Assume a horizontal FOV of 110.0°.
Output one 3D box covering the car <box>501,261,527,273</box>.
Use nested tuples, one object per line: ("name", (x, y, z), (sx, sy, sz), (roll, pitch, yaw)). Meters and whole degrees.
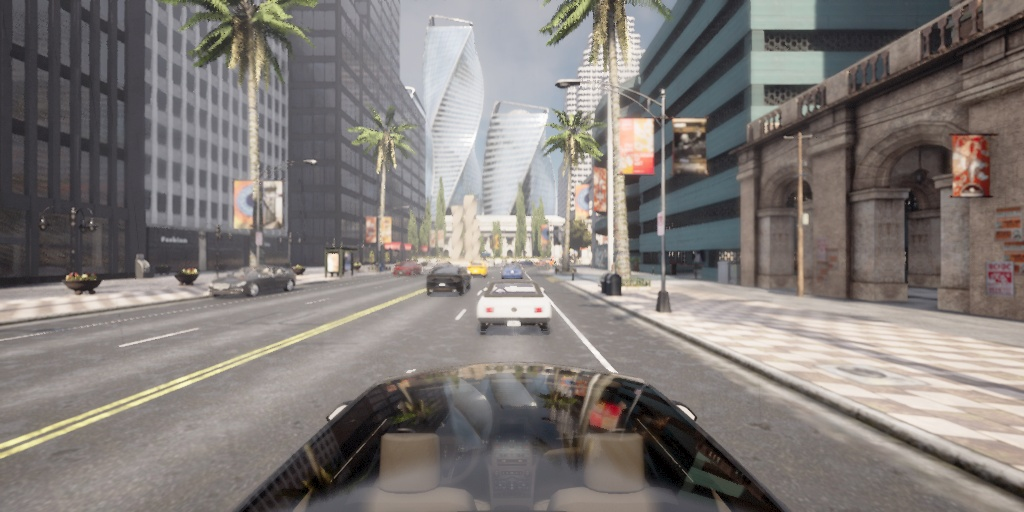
("car", (0.011, 1.391, 31.813), (2.033, 1.411, 5.357), (0, 0, 0))

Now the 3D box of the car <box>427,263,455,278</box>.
("car", (-7.139, 1.422, 36.362), (1.994, 1.385, 4.181), (0, 0, 1))

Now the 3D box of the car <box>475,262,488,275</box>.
("car", (-3.502, 1.338, 36.778), (1.882, 1.535, 5.008), (0, 0, 0))

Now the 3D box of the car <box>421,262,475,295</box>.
("car", (-3.454, 1.285, 20.229), (1.882, 1.535, 5.008), (0, 0, 0))

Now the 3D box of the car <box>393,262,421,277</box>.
("car", (-10.637, 1.337, 36.802), (1.882, 1.535, 5.008), (0, 0, 1))

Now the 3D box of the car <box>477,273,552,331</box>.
("car", (0.059, 1.380, 11.100), (1.895, 1.301, 4.718), (0, 0, 0))
